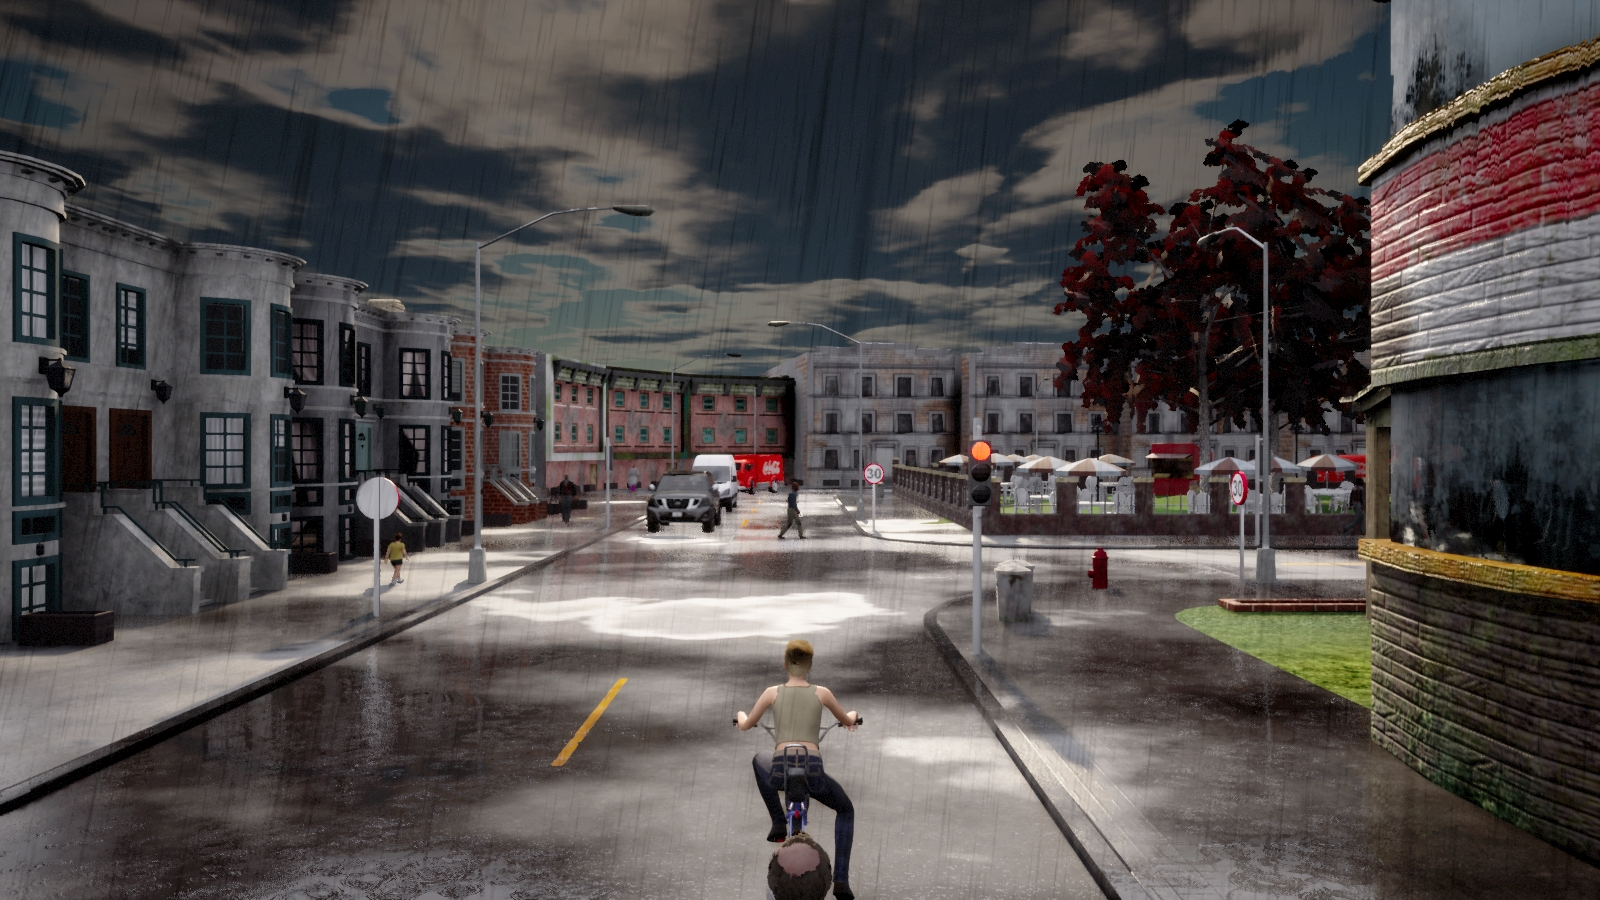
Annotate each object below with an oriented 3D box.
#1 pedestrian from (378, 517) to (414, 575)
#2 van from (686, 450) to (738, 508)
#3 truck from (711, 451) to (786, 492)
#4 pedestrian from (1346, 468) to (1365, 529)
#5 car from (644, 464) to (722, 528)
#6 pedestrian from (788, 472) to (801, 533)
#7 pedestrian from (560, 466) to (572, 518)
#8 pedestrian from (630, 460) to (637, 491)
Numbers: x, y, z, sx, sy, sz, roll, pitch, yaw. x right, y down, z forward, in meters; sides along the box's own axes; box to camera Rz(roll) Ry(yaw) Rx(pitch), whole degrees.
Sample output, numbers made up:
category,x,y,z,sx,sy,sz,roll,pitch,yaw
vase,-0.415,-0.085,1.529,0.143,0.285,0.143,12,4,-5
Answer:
category,x,y,z,sx,sy,sz,roll,pitch,yaw
pedestrian,-7.968,1.895,22.555,0.500,1.100,0.500,0,0,10
van,-4.039,1.294,53.445,1.988,2.561,5.915,0,0,0
truck,-3.207,1.317,72.313,2.627,2.467,5.204,0,0,25
pedestrian,17.165,1.502,35.306,0.375,1.860,0.375,0,0,0
car,-4.000,1.546,40.012,2.150,2.045,5.566,0,0,0
pedestrian,-0.178,1.615,35.061,0.375,1.860,0.375,0,0,3
pedestrian,-8.464,1.507,41.338,0.375,1.860,0.375,0,0,0
pedestrian,-9.883,1.499,67.821,0.375,1.860,0.375,0,0,6
